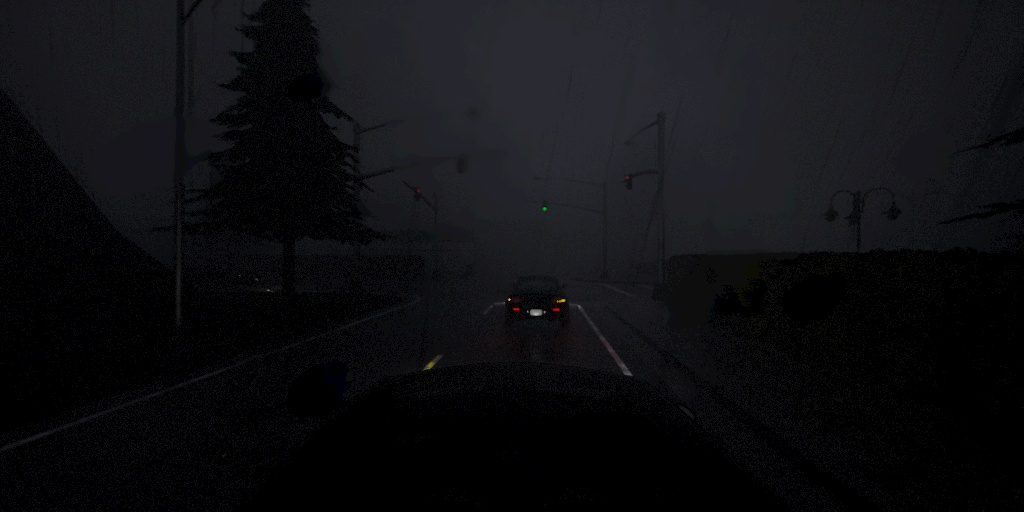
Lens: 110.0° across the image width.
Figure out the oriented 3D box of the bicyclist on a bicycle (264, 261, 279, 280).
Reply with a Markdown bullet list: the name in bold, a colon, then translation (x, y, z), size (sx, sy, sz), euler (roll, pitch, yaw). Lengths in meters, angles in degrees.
- **bicyclist on a bicycle**: translation (-19.809, 1.194, 29.555), size (0.582, 1.620, 1.656), euler (0, 0, 4)

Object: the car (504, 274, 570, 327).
- **car**: translation (0.825, 1.296, 11.496), size (1.812, 1.442, 4.674), euler (0, 0, 5)

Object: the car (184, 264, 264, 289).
- **car**: translation (-18.131, 1.238, 22.355), size (4.892, 1.490, 1.837), euler (0, 0, 5)
